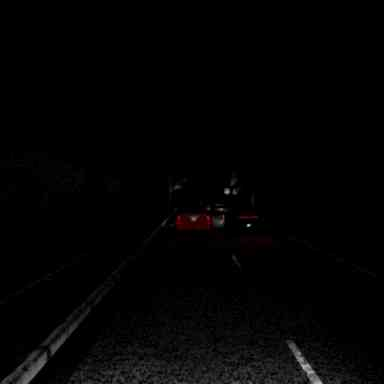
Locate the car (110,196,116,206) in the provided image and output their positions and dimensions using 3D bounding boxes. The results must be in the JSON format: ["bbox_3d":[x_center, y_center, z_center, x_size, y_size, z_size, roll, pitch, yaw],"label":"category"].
[{"bbox_3d":[-13.834,1.557,47.598,4.792,1.488,2.163,-1,0,-20],"label":"car"}]

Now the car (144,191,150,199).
[{"bbox_3d":[-13.876,1.085,80.598,5.566,2.045,2.435,-1,1,-20],"label":"car"}]

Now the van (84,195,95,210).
[{"bbox_3d":[-13.975,1.335,38.571,4.442,1.987,1.878,-1,0,-20],"label":"van"}]

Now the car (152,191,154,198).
[{"bbox_3d":[-13.845,1.188,92.624,4.674,1.452,2.002,-1,1,-20],"label":"car"}]

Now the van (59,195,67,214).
[{"bbox_3d":[-13.762,1.363,29.710,4.442,1.987,1.878,-1,0,-20],"label":"van"}]

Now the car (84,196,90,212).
[{"bbox_3d":[-13.859,1.571,35.632,4.892,1.521,2.231,-1,0,-20],"label":"car"}]

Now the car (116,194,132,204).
[{"bbox_3d":[-13.830,1.515,59.603,4.792,1.488,2.163,-1,0,-20],"label":"car"}]

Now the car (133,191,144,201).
[{"bbox_3d":[-13.828,1.177,71.618,5.566,2.045,2.435,-1,0,-20],"label":"car"}]

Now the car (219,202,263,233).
[{"bbox_3d":[3.097,1.605,20.542,2.128,1.511,4.902,0,0,0],"label":"car"}]

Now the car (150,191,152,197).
[{"bbox_3d":[-13.876,1.076,89.611,4.553,1.767,2.185,-1,1,-20],"label":"car"}]

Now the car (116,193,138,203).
[{"bbox_3d":[-14.025,1.461,65.527,5.366,1.575,1.946,-1,1,-20],"label":"car"}]

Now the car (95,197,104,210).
[{"bbox_3d":[-13.835,1.423,41.606,4.553,1.767,2.185,-1,0,-20],"label":"car"}]

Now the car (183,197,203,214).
[{"bbox_3d":[0.092,1.423,36.897,2.097,1.767,4.553,0,0,0],"label":"car"}]

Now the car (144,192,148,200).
[{"bbox_3d":[-13.676,1.365,77.673,5.366,1.575,1.946,-1,0,-20],"label":"car"}]

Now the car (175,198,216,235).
[{"bbox_3d":[0.097,1.465,19.886,2.097,1.767,4.553,0,0,0],"label":"car"}]

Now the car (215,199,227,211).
[{"bbox_3d":[3.092,1.562,37.146,2.128,1.511,4.902,0,0,0],"label":"car"}]

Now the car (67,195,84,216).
[{"bbox_3d":[-13.844,1.328,32.663,5.566,2.045,2.435,-1,0,-20],"label":"car"}]

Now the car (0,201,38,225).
[{"bbox_3d":[-13.865,1.645,23.696,4.674,1.452,2.002,-1,0,-20],"label":"car"}]

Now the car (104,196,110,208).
[{"bbox_3d":[-13.857,1.578,44.579,4.674,1.452,2.002,-1,0,-20],"label":"car"}]

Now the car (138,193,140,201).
[{"bbox_3d":[-13.856,1.485,68.600,4.674,1.452,2.002,-1,0,-20],"label":"car"}]

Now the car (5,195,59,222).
[{"bbox_3d":[-13.898,1.349,26.666,5.566,2.045,2.435,-1,0,-20],"label":"car"}]
